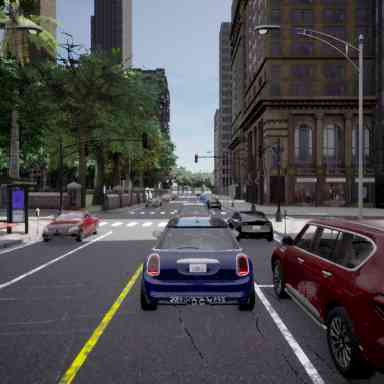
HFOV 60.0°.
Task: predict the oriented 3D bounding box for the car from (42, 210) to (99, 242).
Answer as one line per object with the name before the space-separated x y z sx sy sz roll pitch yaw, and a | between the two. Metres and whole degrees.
car | -5.764 1.578 16.308 1.802 1.307 4.206 0 0 0

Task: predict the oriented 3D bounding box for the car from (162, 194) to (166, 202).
car | -5.760 1.414 53.587 1.967 1.590 4.097 0 0 0

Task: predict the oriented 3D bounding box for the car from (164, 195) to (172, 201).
car | -5.757 1.467 80.520 1.752 1.417 4.829 0 0 0

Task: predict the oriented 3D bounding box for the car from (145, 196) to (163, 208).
car | -5.761 1.529 48.168 2.008 1.369 4.403 0 0 0

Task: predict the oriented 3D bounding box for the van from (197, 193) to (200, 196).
van | 2.768 1.283 80.669 1.690 1.788 3.998 0 0 0

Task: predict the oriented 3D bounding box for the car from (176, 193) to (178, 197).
car | -5.756 1.240 91.530 2.192 1.841 5.009 0 0 0

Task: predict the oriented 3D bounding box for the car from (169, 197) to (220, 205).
car | 0.103 1.348 17.473 2.097 1.767 4.553 0 0 0

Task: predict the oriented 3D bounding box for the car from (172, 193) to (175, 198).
car | -5.758 1.265 75.269 2.192 1.841 5.009 0 0 0

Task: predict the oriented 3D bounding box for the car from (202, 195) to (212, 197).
car | 2.765 1.544 48.147 1.947 1.339 4.313 0 0 0

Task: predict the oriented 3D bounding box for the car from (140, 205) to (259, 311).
car | 0.104 1.351 7.939 2.097 1.767 4.553 0 0 0

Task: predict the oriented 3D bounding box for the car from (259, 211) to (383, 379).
car | 2.759 1.314 5.439 2.192 1.841 5.009 0 0 0

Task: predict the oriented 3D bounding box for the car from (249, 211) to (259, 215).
car | 2.761 1.562 16.290 1.947 1.339 4.313 0 0 0

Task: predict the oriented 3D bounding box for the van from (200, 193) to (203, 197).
van | 2.765 1.310 58.987 1.690 1.788 3.998 0 0 0

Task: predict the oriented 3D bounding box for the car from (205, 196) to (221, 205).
car | 2.764 1.548 42.726 1.947 1.339 4.313 0 0 0

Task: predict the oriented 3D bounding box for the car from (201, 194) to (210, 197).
car | 2.765 1.499 53.737 1.752 1.417 4.829 0 0 0

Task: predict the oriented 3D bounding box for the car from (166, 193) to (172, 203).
car | -5.758 1.397 69.849 1.967 1.590 4.097 0 0 0
